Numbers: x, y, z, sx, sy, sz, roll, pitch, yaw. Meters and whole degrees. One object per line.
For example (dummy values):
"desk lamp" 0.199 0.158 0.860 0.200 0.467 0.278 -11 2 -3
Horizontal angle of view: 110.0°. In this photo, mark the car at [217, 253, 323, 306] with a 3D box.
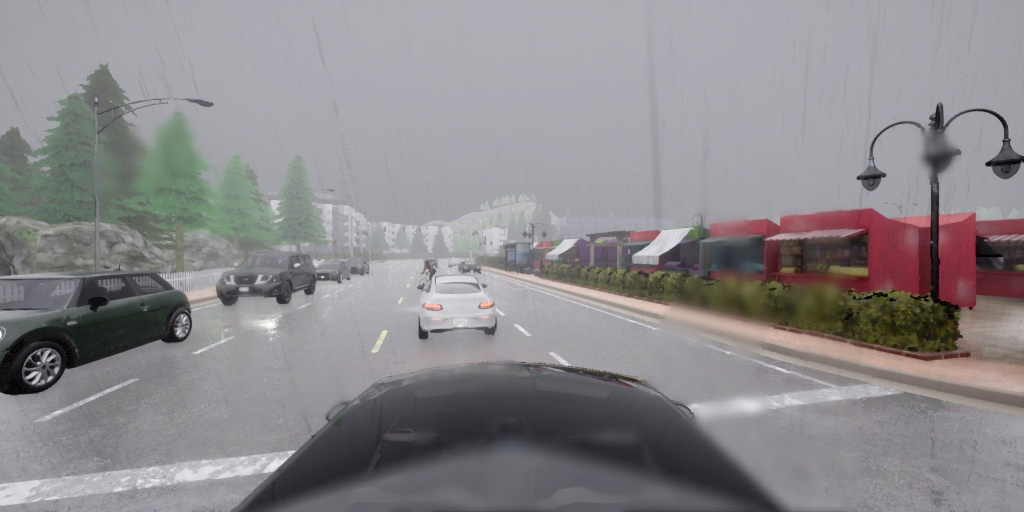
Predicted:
"car" -10.366 0.876 15.728 2.150 2.045 5.566 0 0 -14

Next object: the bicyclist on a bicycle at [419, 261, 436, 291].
"bicyclist on a bicycle" -4.568 1.079 19.707 0.582 1.620 1.656 0 1 24

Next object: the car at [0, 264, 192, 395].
"car" -8.096 1.076 6.311 2.097 1.767 4.553 0 0 -13

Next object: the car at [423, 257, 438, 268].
"car" -11.532 0.901 50.815 1.837 1.490 4.892 0 0 -13

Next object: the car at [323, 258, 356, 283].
"car" -12.704 1.088 25.338 1.837 1.490 4.892 0 0 -14

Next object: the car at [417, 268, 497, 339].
"car" -1.602 1.224 9.896 1.812 1.442 4.674 0 0 -13

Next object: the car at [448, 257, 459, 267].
"car" -8.342 0.910 52.684 1.812 1.442 4.674 0 0 -13

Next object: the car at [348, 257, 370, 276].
"car" -14.632 0.877 33.311 2.097 1.767 4.553 0 0 -13

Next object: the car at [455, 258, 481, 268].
"car" -4.345 1.106 36.204 1.895 1.301 4.718 0 0 -14
